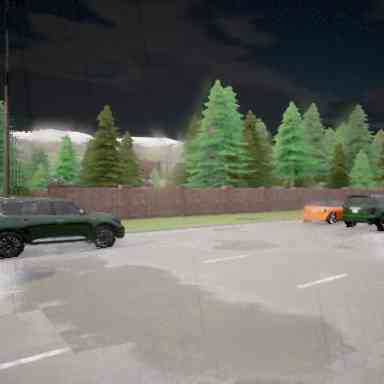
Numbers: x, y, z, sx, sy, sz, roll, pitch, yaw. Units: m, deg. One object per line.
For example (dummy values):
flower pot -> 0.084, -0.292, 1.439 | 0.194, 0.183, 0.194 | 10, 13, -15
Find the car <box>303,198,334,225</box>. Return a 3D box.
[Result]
car -> 10.027, 1.309, 23.783 | 4.553, 1.767, 2.097 | 0, 0, -35

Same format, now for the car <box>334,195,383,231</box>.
car -> 11.501, 1.180, 20.535 | 5.566, 2.045, 2.150 | 0, 0, -35

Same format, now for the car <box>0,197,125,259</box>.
car -> -5.424, 1.215, 12.771 | 5.566, 2.045, 2.150 | 0, 0, -35
